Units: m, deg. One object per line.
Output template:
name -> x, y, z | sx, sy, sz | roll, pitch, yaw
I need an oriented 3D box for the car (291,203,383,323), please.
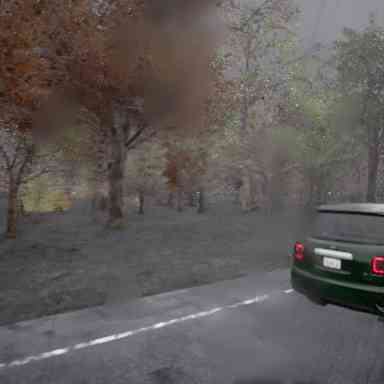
car -> 4.437, 1.244, 6.913 | 5.566, 2.045, 2.150 | 0, 0, -36
